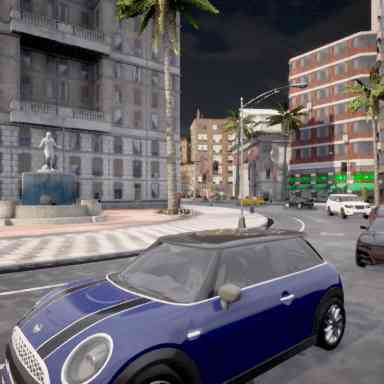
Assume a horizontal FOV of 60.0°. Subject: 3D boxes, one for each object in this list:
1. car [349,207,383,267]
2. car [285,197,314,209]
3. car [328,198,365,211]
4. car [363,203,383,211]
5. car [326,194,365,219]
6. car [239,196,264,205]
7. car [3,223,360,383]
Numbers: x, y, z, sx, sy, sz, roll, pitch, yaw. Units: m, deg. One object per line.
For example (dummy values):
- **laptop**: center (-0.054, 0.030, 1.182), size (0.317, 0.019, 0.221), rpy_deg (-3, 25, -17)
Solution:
- **car**: center (6.746, 1.478, 10.851), size (1.882, 1.535, 5.008), rpy_deg (0, 0, 37)
- **car**: center (15.039, 1.505, 46.701), size (1.837, 1.490, 4.892), rpy_deg (0, 0, -17)
- **car**: center (19.753, 1.526, 42.738), size (1.812, 1.442, 4.674), rpy_deg (0, 0, -12)
- **car**: center (11.654, 1.526, 19.644), size (1.812, 1.442, 4.674), rpy_deg (0, 0, 19)
- **car**: center (13.910, 1.221, 29.884), size (2.150, 2.045, 5.566), rpy_deg (0, 0, 4)
- **car**: center (10.145, 1.478, 57.149), size (1.882, 1.535, 5.008), rpy_deg (0, 0, -35)
- **car**: center (0.109, 1.352, 4.473), size (4.553, 1.767, 2.097), rpy_deg (0, 0, -39)
